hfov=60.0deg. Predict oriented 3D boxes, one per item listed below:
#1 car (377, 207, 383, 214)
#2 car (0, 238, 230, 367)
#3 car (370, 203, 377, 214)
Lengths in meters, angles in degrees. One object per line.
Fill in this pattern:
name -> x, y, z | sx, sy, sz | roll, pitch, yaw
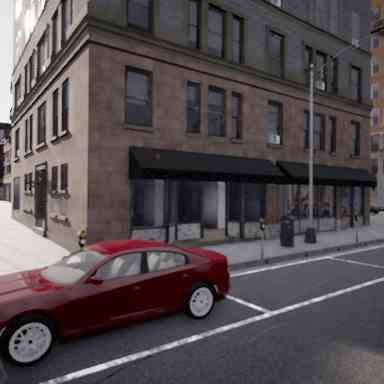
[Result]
car -> 16.528, 1.374, 33.341 | 1.837, 1.490, 4.892 | 1, 0, -35
car -> -1.364, 1.545, 5.779 | 4.507, 1.381, 1.887 | 0, 1, -35
car -> 14.197, 1.366, 31.017 | 1.812, 1.442, 4.674 | 1, 0, -34
